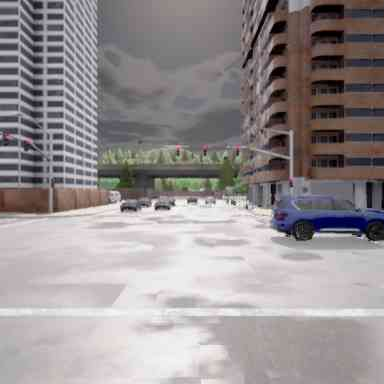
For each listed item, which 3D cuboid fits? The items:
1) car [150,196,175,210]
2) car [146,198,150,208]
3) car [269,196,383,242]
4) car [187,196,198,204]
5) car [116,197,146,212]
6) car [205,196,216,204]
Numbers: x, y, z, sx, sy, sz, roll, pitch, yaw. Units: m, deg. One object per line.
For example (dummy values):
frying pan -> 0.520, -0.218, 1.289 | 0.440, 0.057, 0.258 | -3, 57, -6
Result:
car -> -3.628, 1.541, 42.242 | 2.033, 1.411, 5.357 | 0, 0, 0
car -> -7.124, 1.540, 49.722 | 2.033, 1.411, 5.357 | 0, 0, 0
car -> 6.530, 1.219, 15.934 | 5.566, 2.045, 2.150 | 0, 0, 0
car -> 0.056, 1.494, 63.144 | 1.837, 1.490, 4.892 | 0, 0, 0
car -> -7.127, 1.542, 39.369 | 2.033, 1.411, 5.357 | 0, 0, 0
car -> 3.455, 1.517, 63.109 | 1.812, 1.442, 4.674 | 0, 0, 0
